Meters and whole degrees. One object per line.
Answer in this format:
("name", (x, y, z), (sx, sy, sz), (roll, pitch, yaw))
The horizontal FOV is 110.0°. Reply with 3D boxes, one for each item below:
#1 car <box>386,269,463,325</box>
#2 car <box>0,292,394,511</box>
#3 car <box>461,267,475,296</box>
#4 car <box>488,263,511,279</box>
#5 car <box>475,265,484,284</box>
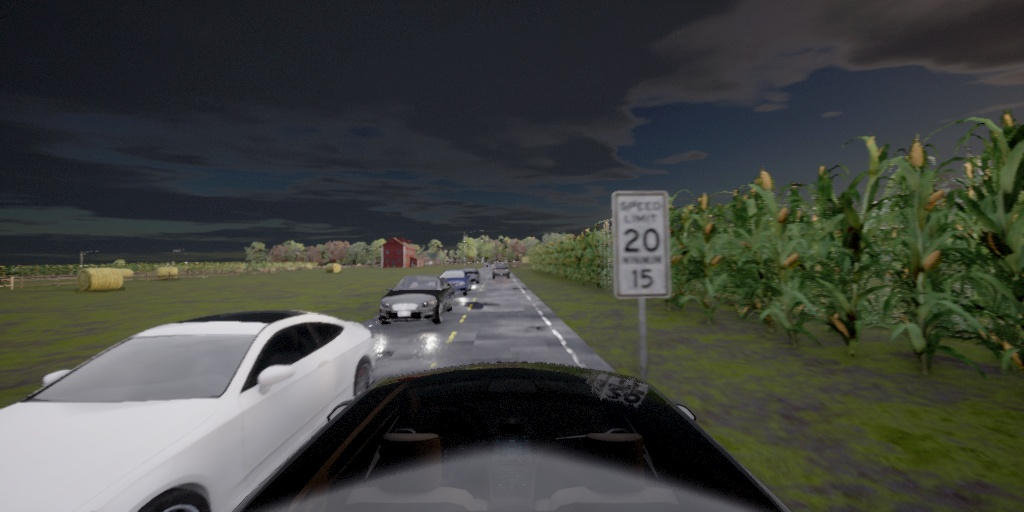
("car", (-3.161, 1.408, 12.671), (2.128, 1.511, 4.902), (-1, -1, -2))
("car", (-2.864, 1.338, 3.524), (1.812, 1.442, 4.674), (-1, -1, -1))
("car", (-3.492, 1.550, 21.893), (1.812, 1.442, 4.674), (-1, -1, -2))
("car", (-1.162, 1.671, 38.789), (2.128, 1.511, 4.902), (-1, -1, -2))
("car", (-3.823, 1.704, 31.798), (1.994, 1.385, 4.181), (-1, -1, -2))
